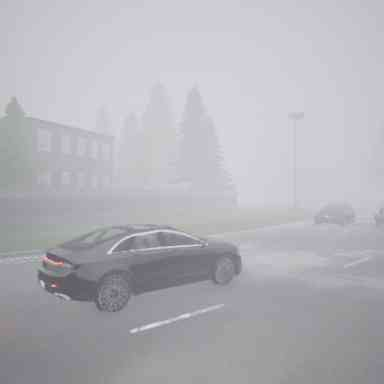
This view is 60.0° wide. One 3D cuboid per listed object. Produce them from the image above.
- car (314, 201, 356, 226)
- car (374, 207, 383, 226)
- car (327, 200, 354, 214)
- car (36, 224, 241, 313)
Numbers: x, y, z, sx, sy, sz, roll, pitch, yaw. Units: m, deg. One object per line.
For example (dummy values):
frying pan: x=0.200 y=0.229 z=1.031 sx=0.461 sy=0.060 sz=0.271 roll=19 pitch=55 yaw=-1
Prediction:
car: x=10.455 y=1.633 z=24.193 sx=1.994 sy=1.385 sz=4.181 roll=0 pitch=0 yaw=38
car: x=14.089 y=1.676 z=23.166 sx=1.895 sy=1.301 sz=4.718 roll=0 pitch=0 yaw=37
car: x=16.975 y=1.674 z=38.272 sx=1.994 sy=1.385 sz=4.181 roll=0 pitch=0 yaw=12
car: x=-0.919 y=1.505 z=7.742 sx=4.902 sy=1.511 sz=2.128 roll=0 pitch=0 yaw=-39
